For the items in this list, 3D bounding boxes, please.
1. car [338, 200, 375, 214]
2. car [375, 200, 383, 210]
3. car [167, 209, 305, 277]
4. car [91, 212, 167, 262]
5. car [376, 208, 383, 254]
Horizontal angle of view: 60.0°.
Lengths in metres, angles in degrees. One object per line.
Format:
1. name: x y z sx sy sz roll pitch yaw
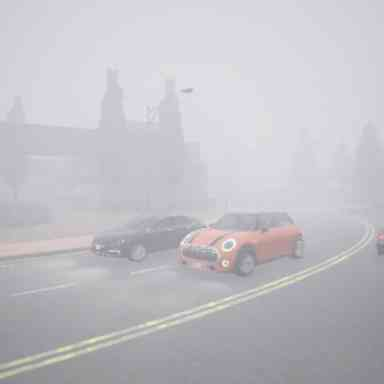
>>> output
1. car: 17.006 1.595 35.029 1.895 1.301 4.718 0 0 8
2. car: 20.727 1.579 38.659 1.895 1.301 4.718 0 0 3
3. car: 1.700 1.377 10.554 2.097 1.767 4.553 -1 0 44
4. car: -1.384 1.561 12.569 1.837 1.490 4.892 -1 0 44
5. car: 8.269 1.531 12.653 2.033 1.411 5.357 -1 0 36
